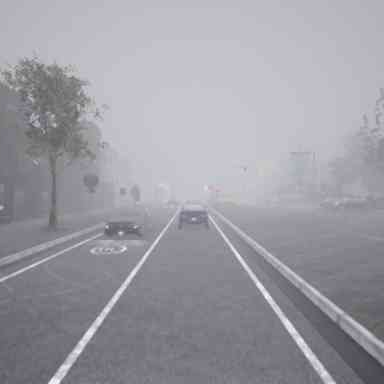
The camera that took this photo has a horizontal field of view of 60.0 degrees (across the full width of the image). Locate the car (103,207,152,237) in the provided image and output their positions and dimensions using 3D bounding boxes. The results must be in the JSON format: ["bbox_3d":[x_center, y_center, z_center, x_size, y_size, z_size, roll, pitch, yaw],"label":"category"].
[{"bbox_3d":[-3.345,1.559,18.303,2.033,1.411,5.357,0,0,0],"label":"car"}]

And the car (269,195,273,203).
[{"bbox_3d":[18.726,1.663,66.251,5.366,1.575,1.946,0,-1,0],"label":"car"}]

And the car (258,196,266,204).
[{"bbox_3d":[18.447,1.602,74.632,5.566,2.045,2.435,0,-2,-1],"label":"car"}]

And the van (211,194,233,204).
[{"bbox_3d":[6.359,1.515,69.967,4.442,1.987,1.878,0,-1,0],"label":"van"}]

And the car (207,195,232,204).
[{"bbox_3d":[6.216,1.642,76.158,5.566,2.045,2.435,0,-1,-1],"label":"car"}]

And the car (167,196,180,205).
[{"bbox_3d":[-3.303,1.406,59.195,2.097,1.767,4.553,0,-1,1],"label":"car"}]

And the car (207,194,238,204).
[{"bbox_3d":[6.105,1.621,64.007,5.366,1.575,1.946,0,-1,0],"label":"car"}]

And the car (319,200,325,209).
[{"bbox_3d":[18.695,1.508,42.663,4.674,1.452,2.002,0,0,0],"label":"car"}]

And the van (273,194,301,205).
[{"bbox_3d":[18.446,1.391,63.459,4.442,1.987,1.878,0,-1,0],"label":"van"}]

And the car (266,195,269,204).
[{"bbox_3d":[18.705,1.716,68.912,5.366,1.575,1.946,0,-1,0],"label":"car"}]

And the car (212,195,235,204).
[{"bbox_3d":[6.298,1.550,66.928,4.553,1.767,2.185,0,-1,0],"label":"car"}]

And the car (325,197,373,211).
[{"bbox_3d":[18.765,1.340,39.493,4.553,1.767,2.185,0,0,0],"label":"car"}]

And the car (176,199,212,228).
[{"bbox_3d":[0.095,1.492,22.595,1.882,1.535,5.008,0,0,0],"label":"car"}]
